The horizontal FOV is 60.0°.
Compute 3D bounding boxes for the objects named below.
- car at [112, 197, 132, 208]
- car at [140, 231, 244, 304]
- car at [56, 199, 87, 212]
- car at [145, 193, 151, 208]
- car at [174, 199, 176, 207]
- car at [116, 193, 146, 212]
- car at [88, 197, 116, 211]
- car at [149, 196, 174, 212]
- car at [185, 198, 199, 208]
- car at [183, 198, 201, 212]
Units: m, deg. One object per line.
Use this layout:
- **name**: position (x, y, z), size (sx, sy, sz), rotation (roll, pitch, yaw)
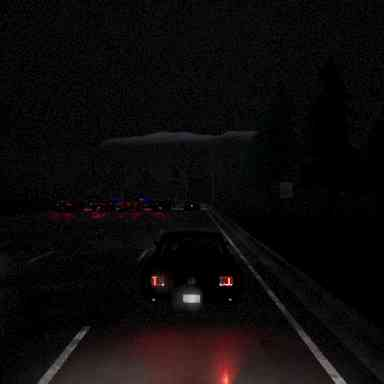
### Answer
- **car**: position (-10.495, 1.478, 49.938), size (1.882, 1.535, 5.008), rotation (0, 0, 0)
- **car**: position (-0.001, 1.601, 8.112), size (1.895, 1.301, 4.718), rotation (0, 0, 0)
- **car**: position (-14.004, 1.526, 38.189), size (1.812, 1.442, 4.674), rotation (0, 0, 0)
- **car**: position (-7.002, 1.221, 48.789), size (2.150, 2.045, 5.566), rotation (0, 0, 0)
- **car**: position (-3.489, 1.564, 49.546), size (1.994, 1.385, 4.181), rotation (0, 0, 0)
- **car**: position (-6.999, 1.352, 38.844), size (2.097, 1.767, 4.553), rotation (0, 0, 0)
- **car**: position (-10.488, 1.505, 39.914), size (1.837, 1.490, 4.892), rotation (0, 0, 0)
- **car**: position (-3.496, 1.505, 39.158), size (1.837, 1.490, 4.892), rotation (0, 0, 0)
- **car**: position (0.006, 1.564, 49.539), size (1.994, 1.385, 4.181), rotation (0, 0, 0)
- **car**: position (0.006, 1.564, 39.619), size (1.994, 1.385, 4.181), rotation (0, 0, 0)
